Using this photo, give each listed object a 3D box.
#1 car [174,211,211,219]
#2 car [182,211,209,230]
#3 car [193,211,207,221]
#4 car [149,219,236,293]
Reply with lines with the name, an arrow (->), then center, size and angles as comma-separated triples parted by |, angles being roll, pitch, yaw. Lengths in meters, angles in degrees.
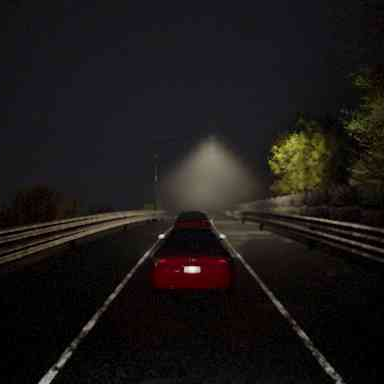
car -> 0.040, 1.785, 17.976 | 1.882, 1.535, 5.008 | 0, -2, 0
car -> 0.306, 2.271, 27.735 | 2.033, 1.411, 5.357 | 0, -3, 1
car -> 1.167, 3.391, 46.946 | 1.895, 1.301, 4.718 | 0, -3, 4
car -> 0.009, 1.644, 9.052 | 1.994, 1.385, 4.181 | 0, -1, 0
